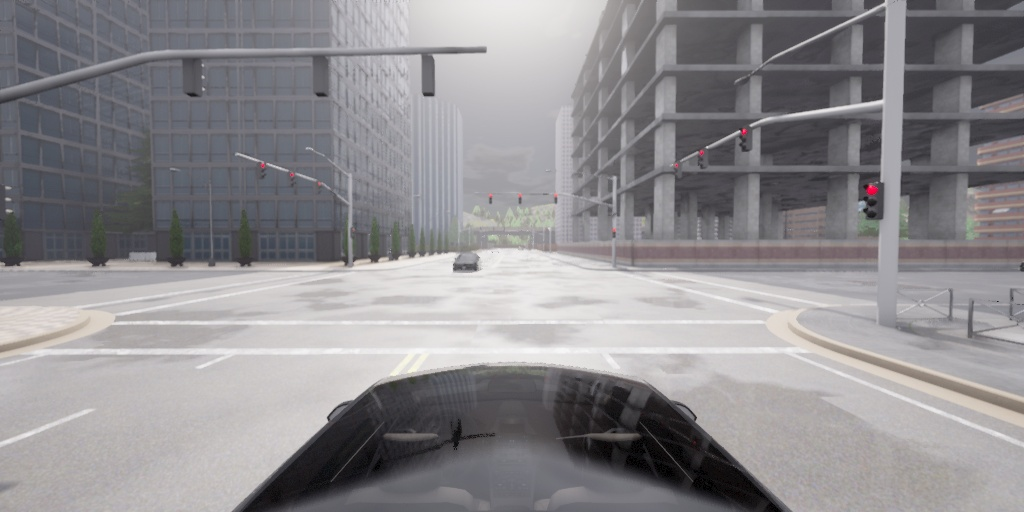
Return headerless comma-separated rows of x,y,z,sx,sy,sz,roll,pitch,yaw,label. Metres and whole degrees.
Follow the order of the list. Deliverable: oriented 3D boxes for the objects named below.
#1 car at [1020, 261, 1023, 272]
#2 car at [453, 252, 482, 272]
38.118,0.379,24.513,4.553,1.767,2.097,0,2,0,car
-3.498,0.477,28.599,1.882,1.535,5.008,0,2,0,car
